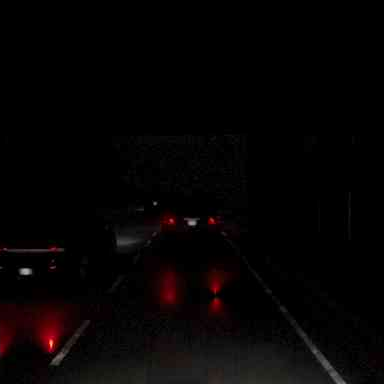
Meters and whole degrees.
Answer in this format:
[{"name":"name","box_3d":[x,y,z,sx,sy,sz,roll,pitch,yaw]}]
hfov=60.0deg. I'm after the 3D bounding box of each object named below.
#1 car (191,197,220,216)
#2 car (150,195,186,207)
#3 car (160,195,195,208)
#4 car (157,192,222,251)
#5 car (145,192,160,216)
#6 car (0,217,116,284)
[{"name":"car","box_3d":[1.324,1.304,30.811,1.837,1.490,4.892,0,0,13]},{"name":"car","box_3d":[-3.334,1.245,47.400,2.033,1.411,5.357,0,0,38]},{"name":"car","box_3d":[-1.765,1.215,43.066,2.128,1.511,4.902,0,0,33]},{"name":"car","box_3d":[-0.013,1.129,13.817,2.150,2.045,5.566,0,0,0]},{"name":"car","box_3d":[-2.518,1.031,29.910,2.150,2.045,5.566,0,0,11]},{"name":"car","box_3d":[-3.492,1.436,9.394,2.128,1.511,4.902,0,1,0]}]
